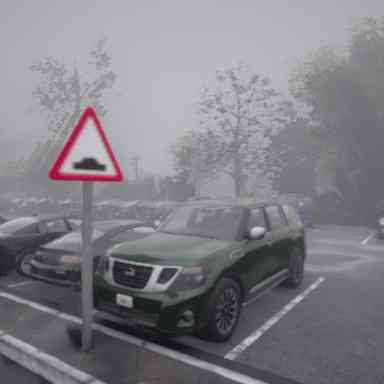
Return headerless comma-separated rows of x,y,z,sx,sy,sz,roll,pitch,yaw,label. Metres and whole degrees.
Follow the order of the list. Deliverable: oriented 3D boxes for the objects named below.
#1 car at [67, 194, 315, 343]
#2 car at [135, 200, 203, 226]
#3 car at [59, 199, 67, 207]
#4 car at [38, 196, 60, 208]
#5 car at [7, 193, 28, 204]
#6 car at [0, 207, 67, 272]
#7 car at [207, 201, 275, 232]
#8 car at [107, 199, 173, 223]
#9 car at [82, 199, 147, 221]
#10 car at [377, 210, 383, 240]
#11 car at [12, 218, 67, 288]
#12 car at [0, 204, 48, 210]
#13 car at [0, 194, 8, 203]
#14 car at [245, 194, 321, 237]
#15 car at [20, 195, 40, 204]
0.647,1.145,6.852,2.435,2.045,5.566,0,0,35,car
-1.492,1.375,23.693,2.231,1.521,4.892,0,0,35,car
-8.423,1.381,28.564,2.163,1.488,4.792,0,0,35,car
-10.856,1.343,30.230,2.097,1.535,5.008,0,0,35,car
-15.473,1.202,33.480,2.185,1.767,4.553,0,0,35,car
-3.978,1.388,10.103,2.097,1.535,5.008,0,0,35,car
3.149,1.387,20.476,2.231,1.521,4.892,0,0,35,car
-3.809,1.366,25.307,2.097,1.535,5.008,0,0,35,car
-6.125,1.359,26.922,2.097,1.535,5.008,0,0,35,car
10.067,1.265,15.570,2.185,1.767,4.553,1,1,35,car
-1.656,1.433,8.489,2.002,1.452,4.674,0,0,35,car
-8.612,1.416,13.337,2.002,1.452,4.674,0,0,35,car
-17.804,1.320,35.074,2.097,1.535,5.008,0,0,35,car
5.345,1.139,18.904,2.435,2.045,5.566,0,0,35,car
-13.177,1.335,31.836,2.097,1.535,5.008,0,0,35,car
